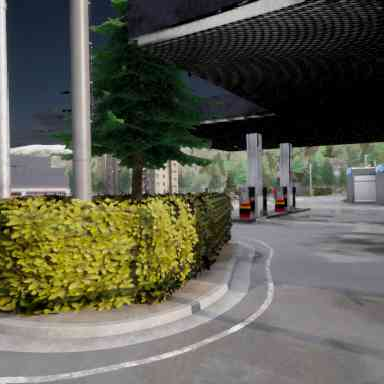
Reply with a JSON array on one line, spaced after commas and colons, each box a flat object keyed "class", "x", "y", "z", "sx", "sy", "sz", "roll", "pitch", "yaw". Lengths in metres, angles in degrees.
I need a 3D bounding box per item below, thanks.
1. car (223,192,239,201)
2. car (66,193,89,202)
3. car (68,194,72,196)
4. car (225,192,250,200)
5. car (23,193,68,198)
[{"class": "car", "x": 7.405, "y": 0.851, "z": 63.928, "sx": 5.027, "sy": 1.636, "sz": 2.152, "roll": -1, "pitch": 1, "yaw": 35}, {"class": "car", "x": -22.926, "y": 1.103, "z": 66.494, "sx": 4.605, "sy": 1.855, "sz": 1.932, "roll": -1, "pitch": 1, "yaw": 35}, {"class": "car", "x": -24.271, "y": 1.124, "z": 63.885, "sx": 3.866, "sy": 1.878, "sz": 1.905, "roll": -1, "pitch": 1, "yaw": 35}, {"class": "car", "x": 9.177, "y": 0.812, "z": 66.517, "sx": 4.514, "sy": 1.523, "sz": 2.007, "roll": -1, "pitch": 1, "yaw": 35}, {"class": "car", "x": -14.795, "y": 1.183, "z": 33.599, "sx": 3.866, "sy": 1.878, "sz": 1.905, "roll": -1, "pitch": 1, "yaw": 35}]
